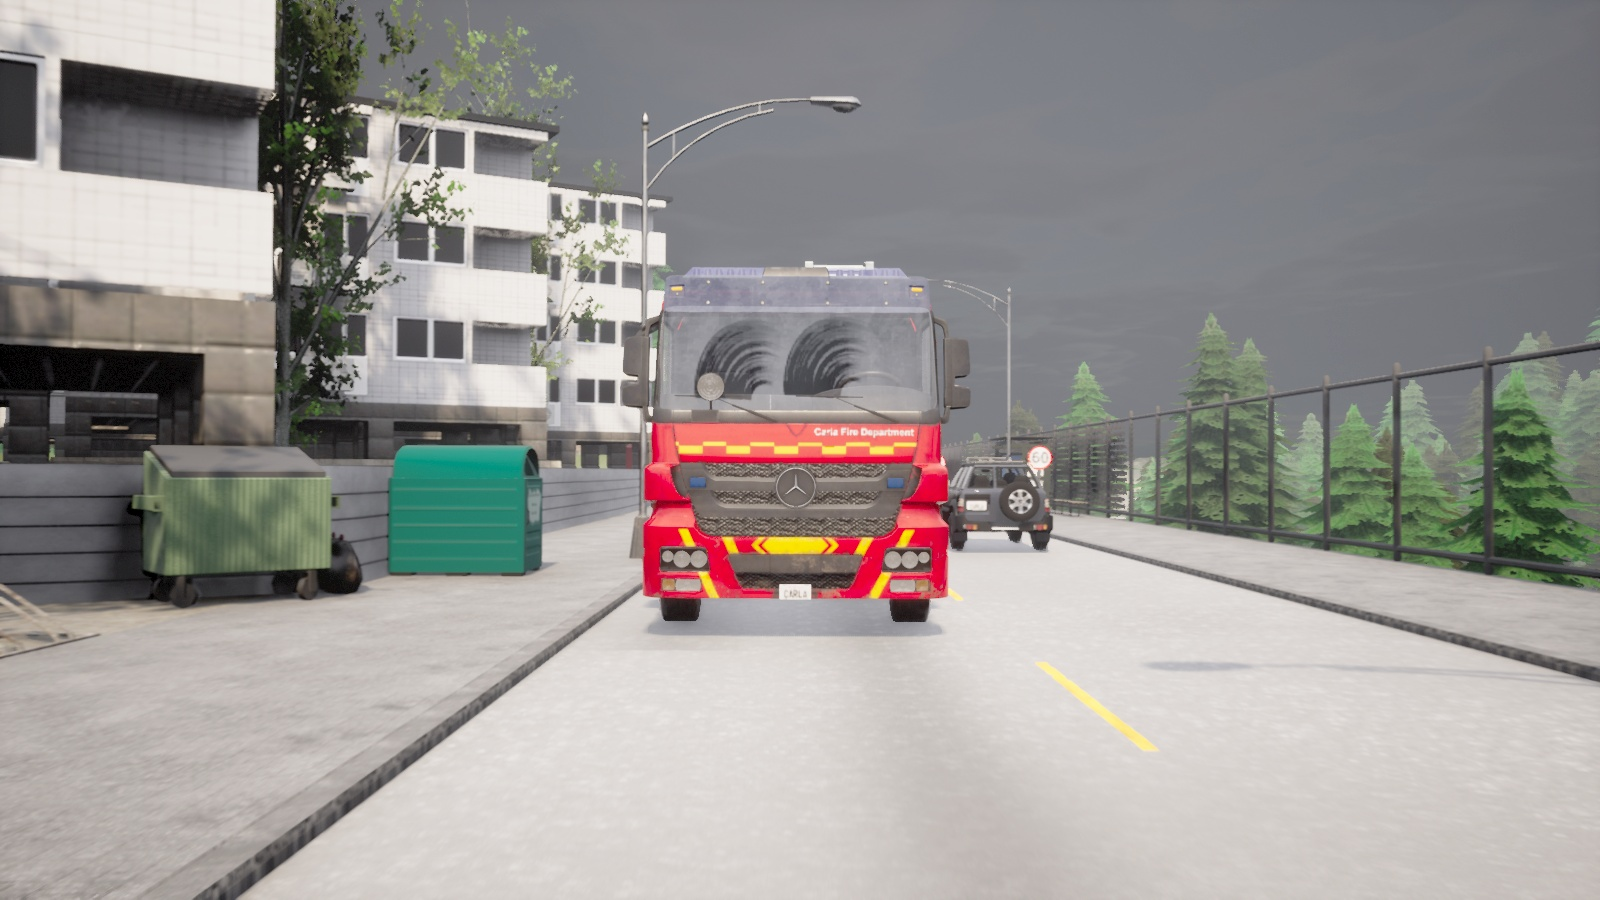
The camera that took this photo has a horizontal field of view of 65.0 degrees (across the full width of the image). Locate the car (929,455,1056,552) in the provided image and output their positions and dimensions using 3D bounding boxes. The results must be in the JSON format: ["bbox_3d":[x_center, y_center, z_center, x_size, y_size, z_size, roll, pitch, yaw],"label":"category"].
[{"bbox_3d":[3.930,1.057,26.373,1.932,1.855,4.605,0,-1,0],"label":"car"}]

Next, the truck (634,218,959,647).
[{"bbox_3d":[-0.044,-0.091,15.453,2.891,3.827,8.468,0,-1,0],"label":"truck"}]
